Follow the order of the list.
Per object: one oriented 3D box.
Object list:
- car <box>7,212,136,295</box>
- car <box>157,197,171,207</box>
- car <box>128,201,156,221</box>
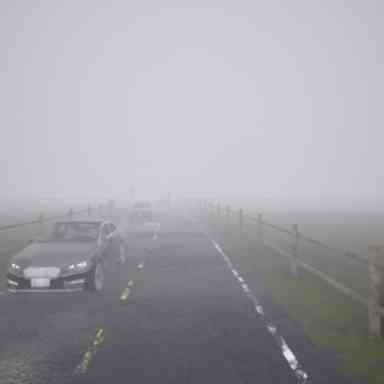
[{"bbox_3d":[-3.011,1.505,8.922,2.128,1.511,4.902,0,0,-1],"label":"car"},{"bbox_3d":[-4.416,1.487,52.093,1.882,1.535,5.008,0,0,-10],"label":"car"},{"bbox_3d":[-4.026,1.529,27.156,1.837,1.490,4.892,0,-1,-5],"label":"car"}]
